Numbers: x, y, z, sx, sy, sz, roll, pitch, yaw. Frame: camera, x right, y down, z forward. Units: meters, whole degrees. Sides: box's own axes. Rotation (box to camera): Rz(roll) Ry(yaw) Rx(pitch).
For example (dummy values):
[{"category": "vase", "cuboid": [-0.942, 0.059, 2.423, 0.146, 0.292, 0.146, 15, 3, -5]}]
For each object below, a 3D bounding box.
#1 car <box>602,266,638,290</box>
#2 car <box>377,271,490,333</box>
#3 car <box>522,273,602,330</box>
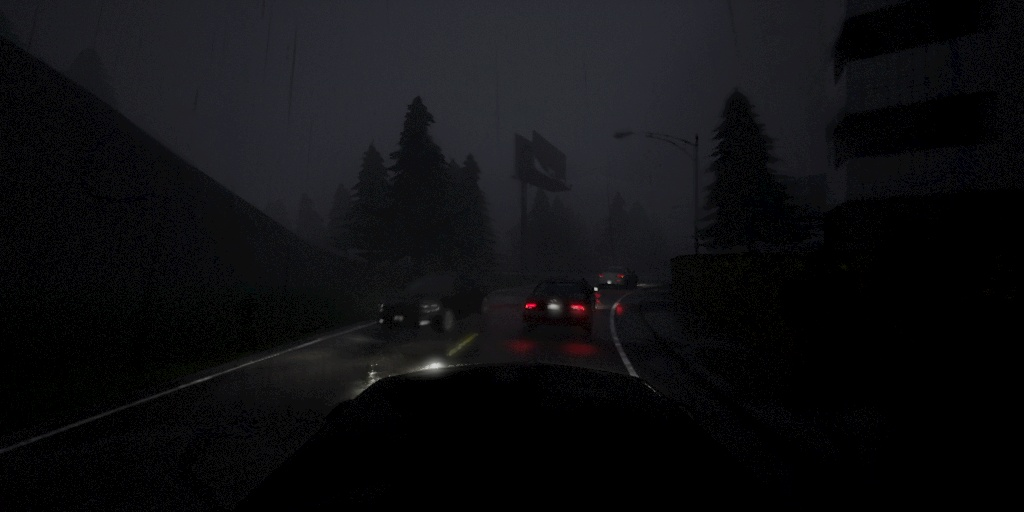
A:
[{"category": "car", "cuboid": [7.056, 1.374, 23.803, 1.812, 1.442, 4.674, 0, 0, 30]}, {"category": "car", "cuboid": [-2.171, 1.265, 11.233, 1.882, 1.535, 5.008, 0, 0, 14]}, {"category": "car", "cuboid": [1.687, 1.340, 11.429, 2.033, 1.411, 5.357, 0, 0, 15]}]
